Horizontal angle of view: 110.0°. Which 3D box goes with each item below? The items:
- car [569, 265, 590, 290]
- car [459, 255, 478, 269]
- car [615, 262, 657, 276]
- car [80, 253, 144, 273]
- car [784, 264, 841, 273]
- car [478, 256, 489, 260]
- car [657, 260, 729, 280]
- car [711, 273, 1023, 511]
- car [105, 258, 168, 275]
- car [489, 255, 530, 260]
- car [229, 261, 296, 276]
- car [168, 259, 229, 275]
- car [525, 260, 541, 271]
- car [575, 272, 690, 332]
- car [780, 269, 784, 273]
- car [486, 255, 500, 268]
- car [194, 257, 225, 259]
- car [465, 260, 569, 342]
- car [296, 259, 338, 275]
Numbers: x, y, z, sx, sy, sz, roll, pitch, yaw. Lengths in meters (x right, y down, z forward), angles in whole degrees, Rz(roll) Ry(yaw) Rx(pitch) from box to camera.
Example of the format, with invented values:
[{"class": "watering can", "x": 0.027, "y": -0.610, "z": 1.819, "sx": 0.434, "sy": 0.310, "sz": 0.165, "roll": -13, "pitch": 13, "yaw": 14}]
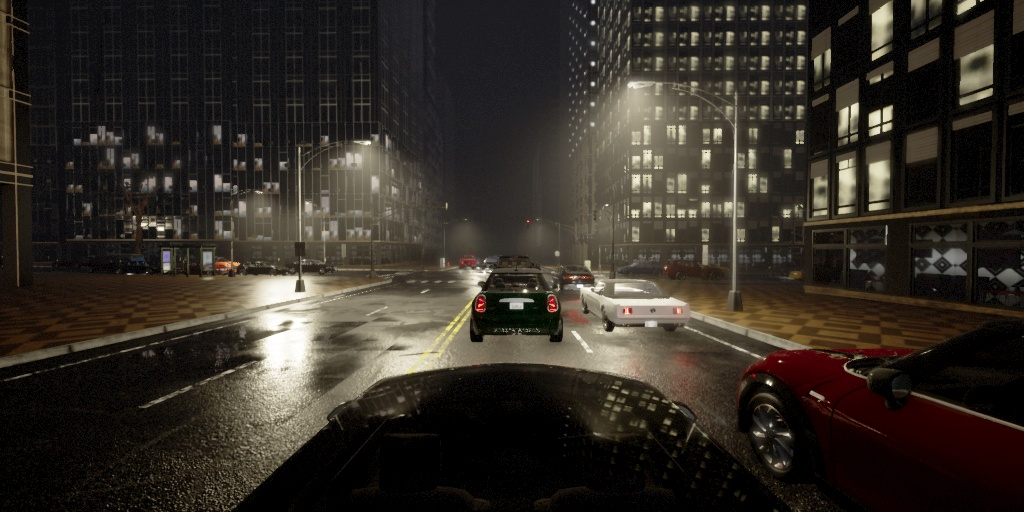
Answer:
[{"class": "car", "x": 3.353, "y": 1.245, "z": 20.097, "sx": 1.837, "sy": 1.490, "sz": 4.892, "roll": 0, "pitch": 0, "yaw": 0}, {"class": "car", "x": -6.590, "y": 0.935, "z": 53.972, "sx": 2.150, "sy": 2.045, "sz": 5.566, "roll": 0, "pitch": 0, "yaw": 0}, {"class": "car", "x": 13.693, "y": 1.386, "z": 38.016, "sx": 5.357, "sy": 1.411, "sz": 2.033, "roll": 0, "pitch": 1, "yaw": 0}, {"class": "car", "x": -39.417, "y": 0.764, "z": 35.817, "sx": 4.553, "sy": 1.767, "sz": 2.097, "roll": 1, "pitch": 1, "yaw": 1}, {"class": "car", "x": 27.647, "y": 1.578, "z": 32.031, "sx": 4.829, "sy": 1.417, "sz": 1.751, "roll": 0, "pitch": 0, "yaw": 1}, {"class": "car", "x": -3.336, "y": 1.206, "z": 52.439, "sx": 2.128, "sy": 1.511, "sz": 4.902, "roll": 0, "pitch": 0, "yaw": 0}, {"class": "car", "x": 16.198, "y": 1.268, "z": 32.230, "sx": 5.009, "sy": 1.841, "sz": 2.192, "roll": 0, "pitch": 0, "yaw": 1}, {"class": "car", "x": 3.350, "y": 1.102, "z": 1.821, "sx": 2.097, "sy": 1.767, "sz": 4.553, "roll": 0, "pitch": 0, "yaw": 0}, {"class": "car", "x": -34.091, "y": 1.069, "z": 33.071, "sx": 4.313, "sy": 1.339, "sz": 1.948, "roll": 0, "pitch": 0, "yaw": 1}, {"class": "car", "x": 0.103, "y": 0.963, "z": 19.600, "sx": 2.150, "sy": 2.045, "sz": 5.566, "roll": 0, "pitch": 0, "yaw": 0}, {"class": "car", "x": -22.726, "y": 1.173, "z": 32.763, "sx": 4.313, "sy": 1.339, "sz": 1.948, "roll": 0, "pitch": 0, "yaw": 1}, {"class": "car", "x": -28.410, "y": 1.138, "z": 32.897, "sx": 4.207, "sy": 1.307, "sz": 1.802, "roll": 0, "pitch": 0, "yaw": 1}, {"class": "car", "x": 3.019, "y": 1.265, "z": 50.331, "sx": 2.033, "sy": 1.411, "sz": 5.357, "roll": 0, "pitch": 0, "yaw": 5}, {"class": "car", "x": 3.352, "y": 1.347, "z": 10.839, "sx": 1.895, "sy": 1.301, "sz": 4.718, "roll": 0, "pitch": 0, "yaw": 0}, {"class": "car", "x": 31.471, "y": 1.541, "z": 37.739, "sx": 5.357, "sy": 1.411, "sz": 2.033, "roll": 1, "pitch": 1, "yaw": 1}, {"class": "car", "x": -3.314, "y": 0.925, "z": 62.602, "sx": 2.150, "sy": 2.045, "sz": 5.566, "roll": 0, "pitch": 0, "yaw": 0}, {"class": "car", "x": -29.422, "y": 0.855, "z": 35.607, "sx": 4.553, "sy": 1.767, "sz": 2.097, "roll": 1, "pitch": 1, "yaw": 1}, {"class": "car", "x": 0.101, "y": 1.099, "z": 9.888, "sx": 2.097, "sy": 1.767, "sz": 4.553, "roll": 0, "pitch": 0, "yaw": 0}, {"class": "car", "x": -19.804, "y": 1.081, "z": 35.411, "sx": 4.902, "sy": 1.511, "sz": 2.128, "roll": 1, "pitch": 1, "yaw": 1}]
